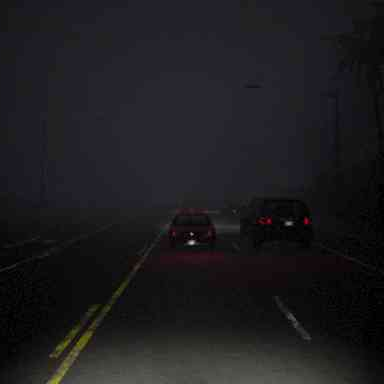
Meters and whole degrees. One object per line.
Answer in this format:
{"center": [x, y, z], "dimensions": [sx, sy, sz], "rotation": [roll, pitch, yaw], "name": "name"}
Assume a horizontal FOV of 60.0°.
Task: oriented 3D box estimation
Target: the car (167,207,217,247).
{"center": [-0.002, 1.580, 14.678], "dimensions": [1.895, 1.301, 4.718], "rotation": [0, 0, 0], "name": "car"}

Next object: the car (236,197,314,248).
{"center": [3.498, 1.216, 14.677], "dimensions": [2.150, 2.045, 5.566], "rotation": [0, 0, 0], "name": "car"}

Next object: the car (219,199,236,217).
{"center": [3.497, 1.369, 29.645], "dimensions": [1.812, 1.442, 4.674], "rotation": [0, 1, 0], "name": "car"}

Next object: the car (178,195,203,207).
{"center": [-0.003, 1.325, 29.644], "dimensions": [1.882, 1.535, 5.008], "rotation": [0, 1, 0], "name": "car"}

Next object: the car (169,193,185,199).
{"center": [-2.999, 0.868, 79.155], "dimensions": [1.895, 1.301, 4.718], "rotation": [0, 1, 19], "name": "car"}

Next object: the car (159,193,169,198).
{"center": [-6.178, 0.875, 80.623], "dimensions": [1.895, 1.301, 4.718], "rotation": [0, 1, 19], "name": "car"}
